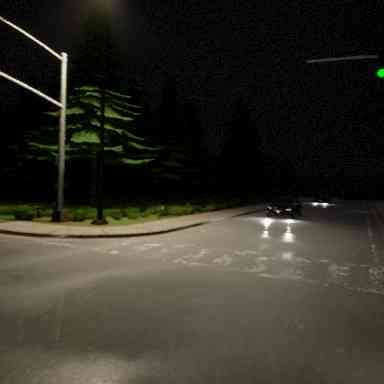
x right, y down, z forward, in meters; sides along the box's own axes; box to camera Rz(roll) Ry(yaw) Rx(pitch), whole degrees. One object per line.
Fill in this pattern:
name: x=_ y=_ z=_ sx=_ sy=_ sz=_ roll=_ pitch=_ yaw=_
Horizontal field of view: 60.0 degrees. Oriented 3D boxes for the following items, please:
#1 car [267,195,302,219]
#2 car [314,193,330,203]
car: x=6.851 y=1.038 z=24.320 sx=1.837 sy=1.490 sz=4.892 roll=3 pitch=2 yaw=27
car: x=18.698 y=0.803 z=47.552 sx=2.033 sy=1.411 sz=5.357 roll=3 pitch=2 yaw=27
